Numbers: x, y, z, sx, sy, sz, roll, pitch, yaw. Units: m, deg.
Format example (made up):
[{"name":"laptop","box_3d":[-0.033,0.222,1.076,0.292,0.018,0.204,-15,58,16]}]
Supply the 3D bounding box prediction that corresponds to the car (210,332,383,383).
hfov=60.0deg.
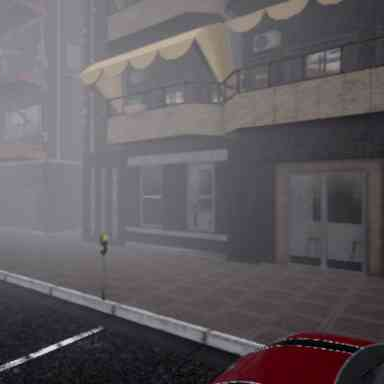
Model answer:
[{"name":"car","box_3d":[1.794,1.441,1.596,4.097,1.590,1.967,0,0,35]}]
